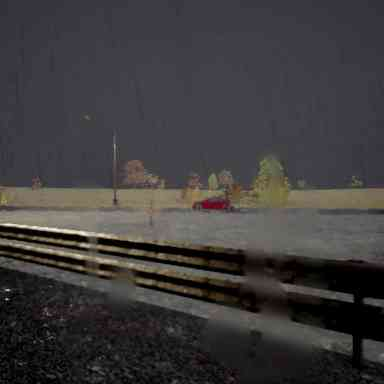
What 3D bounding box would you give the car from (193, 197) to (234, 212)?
[{"bbox_3d":[2.141,1.239,33.608,4.181,1.385,1.994,0,0,13],"label":"car"}]
